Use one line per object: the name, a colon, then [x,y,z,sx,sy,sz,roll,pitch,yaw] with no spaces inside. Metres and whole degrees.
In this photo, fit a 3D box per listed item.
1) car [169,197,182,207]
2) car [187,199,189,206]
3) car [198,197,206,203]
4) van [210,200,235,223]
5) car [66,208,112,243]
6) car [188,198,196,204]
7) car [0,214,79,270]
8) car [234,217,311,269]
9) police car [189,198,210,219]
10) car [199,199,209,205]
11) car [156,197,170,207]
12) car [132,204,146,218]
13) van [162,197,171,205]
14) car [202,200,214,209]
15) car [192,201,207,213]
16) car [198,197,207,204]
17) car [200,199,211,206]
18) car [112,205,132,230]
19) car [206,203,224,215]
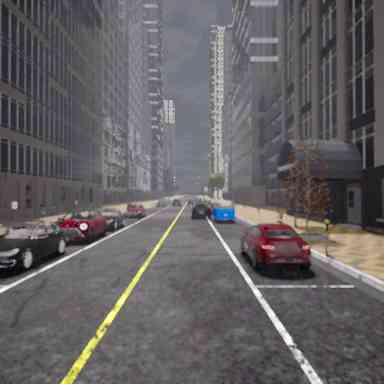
car: [-3.030,2.118,65.233,1.837,1.490,4.892,0,0,0]
car: [-0.012,2.046,69.925,1.812,1.442,4.674,0,0,0]
car: [2.675,2.260,90.943,1.967,1.590,4.097,0,0,0]
van: [2.685,1.617,28.330,1.690,1.788,3.998,0,-1,0]
car: [-5.694,1.610,16.946,1.967,1.590,4.097,0,-1,0]
car: [-0.015,2.236,84.953,1.895,1.301,4.718,0,0,0]
car: [-5.693,1.666,11.252,2.008,1.369,4.403,0,-1,0]
car: [2.688,1.698,11.252,1.802,1.307,4.206,0,-1,0]
police car: [0.894,1.749,33.458,1.930,1.638,5.238,0,-1,0]
car: [2.678,2.238,73.865,2.008,1.369,4.403,0,0,0]
car: [-5.701,2.142,62.483,2.008,1.369,4.403,0,-1,0]
car: [-5.697,1.910,34.021,1.802,1.307,4.206,0,-1,0]
van: [-5.703,2.028,73.870,1.690,1.788,3.998,0,0,0]
car: [2.680,2.122,56.789,1.802,1.307,4.206,0,-1,0]
car: [0.892,1.920,43.347,1.837,1.490,4.892,0,-1,0]
car: [2.676,2.217,85.251,1.967,1.590,4.097,0,0,0]
car: [2.679,2.191,68.173,2.008,1.369,4.403,0,0,0]
car: [-5.694,1.773,22.637,2.008,1.369,4.403,0,-1,0]
car: [2.683,1.964,39.711,1.802,1.307,4.206,0,-1,0]
